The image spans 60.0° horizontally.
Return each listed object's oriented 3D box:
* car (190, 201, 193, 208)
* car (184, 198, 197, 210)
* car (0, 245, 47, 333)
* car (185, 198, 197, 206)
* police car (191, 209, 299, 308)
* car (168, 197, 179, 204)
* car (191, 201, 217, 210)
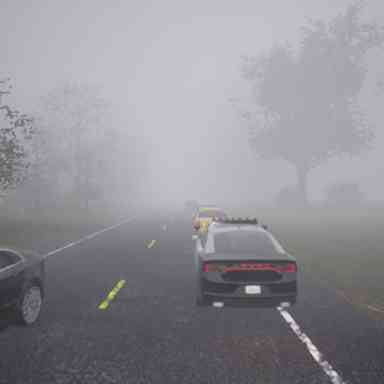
[{"bbox_3d":[0.985,1.619,24.112,1.812,1.442,4.674,0,0,0],"label":"car"},{"bbox_3d":[-0.084,1.637,45.463,1.882,1.535,5.008,0,0,0],"label":"car"},{"bbox_3d":[-3.611,1.509,4.272,2.128,1.511,4.902,0,0,0],"label":"car"},{"bbox_3d":[-0.160,1.756,59.482,1.994,1.385,4.181,0,0,0],"label":"car"},{"bbox_3d":[1.028,1.458,8.221,1.930,1.638,5.238,0,0,0],"label":"police car"},{"bbox_3d":[-3.680,1.771,66.696,1.994,1.385,4.181,0,0,0],"label":"car"},{"bbox_3d":[1.001,1.527,18.301,1.801,1.575,5.366,0,0,0],"label":"car"}]
